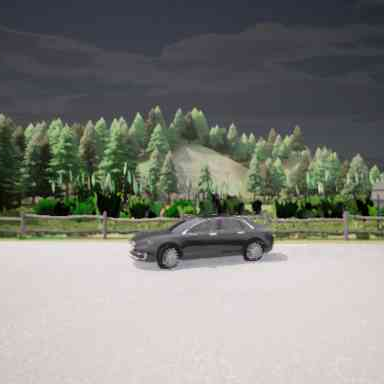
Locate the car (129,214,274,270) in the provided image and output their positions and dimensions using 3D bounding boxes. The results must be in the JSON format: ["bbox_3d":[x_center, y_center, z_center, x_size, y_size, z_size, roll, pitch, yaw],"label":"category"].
[{"bbox_3d":[0.379,1.523,11.038,4.892,1.490,1.837,0,-2,-21],"label":"car"}]
